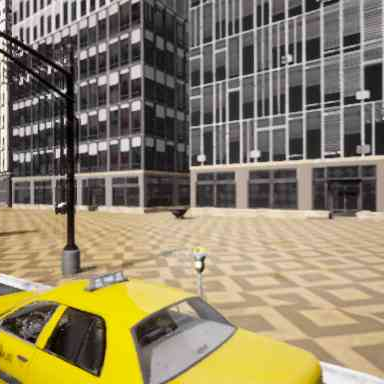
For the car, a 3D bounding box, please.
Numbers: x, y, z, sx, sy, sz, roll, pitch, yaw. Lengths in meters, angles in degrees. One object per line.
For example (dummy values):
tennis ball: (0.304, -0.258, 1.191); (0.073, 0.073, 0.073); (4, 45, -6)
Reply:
car: (-1.109, 1.551, 3.661); (4.829, 1.417, 1.752); (-1, 0, 36)
